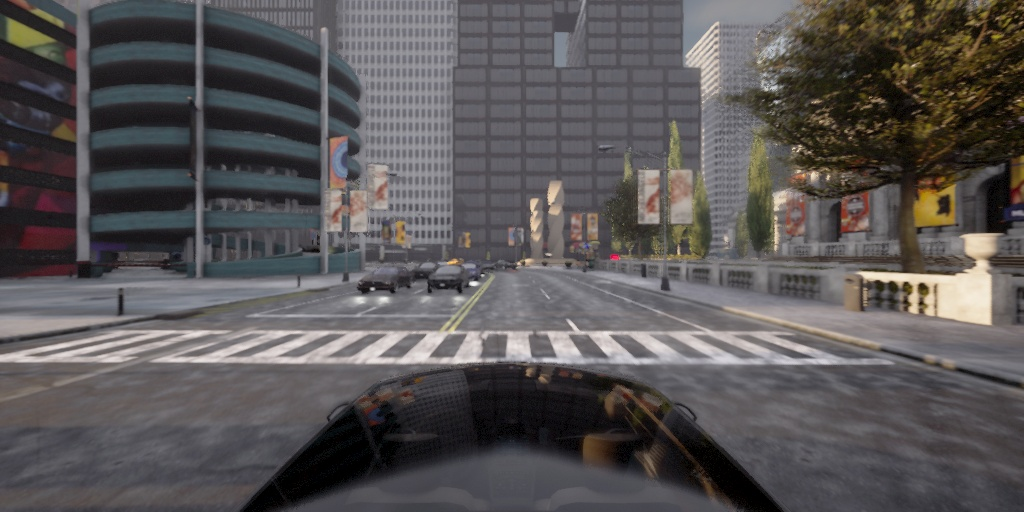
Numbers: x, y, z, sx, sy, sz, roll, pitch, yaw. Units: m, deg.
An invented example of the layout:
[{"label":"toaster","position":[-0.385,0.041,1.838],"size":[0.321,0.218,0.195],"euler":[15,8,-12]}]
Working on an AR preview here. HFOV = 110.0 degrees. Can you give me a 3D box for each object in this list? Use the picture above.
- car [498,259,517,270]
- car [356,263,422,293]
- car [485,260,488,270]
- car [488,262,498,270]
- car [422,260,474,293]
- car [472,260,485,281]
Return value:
[{"label":"car","position":[-1.083,1.248,52.697],"size":[1.837,1.490,4.892],"euler":[0,0,-29]},{"label":"car","position":[-7.107,1.295,20.925],"size":[2.033,1.411,5.357],"euler":[0,0,0]},{"label":"car","position":[-4.284,1.236,40.450],"size":[2.128,1.511,4.902],"euler":[0,0,-10]},{"label":"car","position":[-4.068,1.307,50.852],"size":[1.994,1.385,4.181],"euler":[0,0,-25]},{"label":"car","position":[-3.611,1.225,21.076],"size":[1.882,1.535,5.008],"euler":[0,0,0]},{"label":"car","position":[-3.620,1.272,30.109],"size":[1.812,1.442,4.674],"euler":[0,0,0]}]
